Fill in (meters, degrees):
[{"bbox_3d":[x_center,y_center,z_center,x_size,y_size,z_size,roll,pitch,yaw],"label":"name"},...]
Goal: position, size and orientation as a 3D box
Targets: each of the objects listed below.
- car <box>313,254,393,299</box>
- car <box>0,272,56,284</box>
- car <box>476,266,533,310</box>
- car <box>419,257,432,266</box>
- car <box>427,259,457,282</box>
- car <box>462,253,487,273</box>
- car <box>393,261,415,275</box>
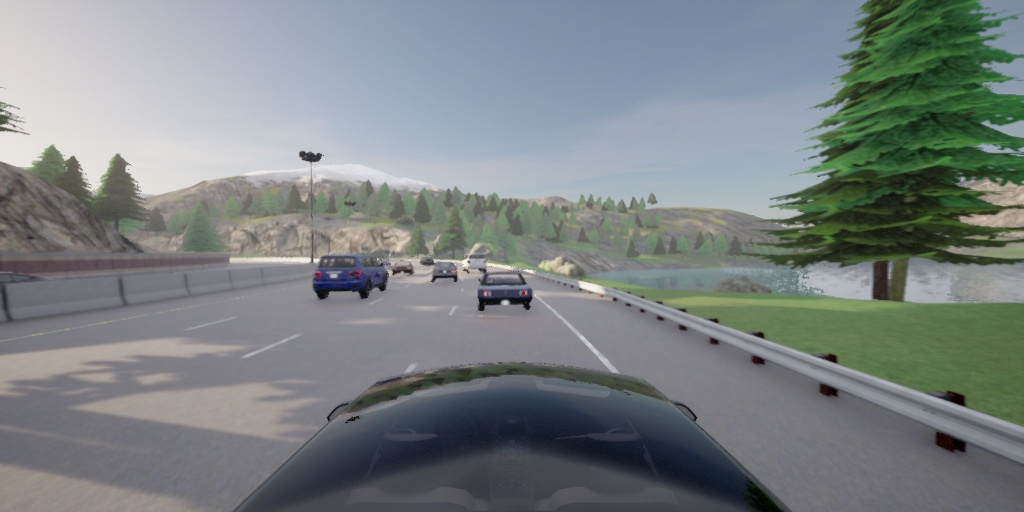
[{"bbox_3d":[-7.807,0.917,17.859,2.150,2.045,5.566,-1,0,-6],"label":"car"},{"bbox_3d":[-21.571,1.381,14.527,1.812,1.442,4.674,-1,0,-5],"label":"car"},{"bbox_3d":[-0.394,1.255,14.166,1.895,1.301,4.718,-1,0,-5],"label":"car"},{"bbox_3d":[-14.148,0.929,59.290,1.837,1.490,4.892,0,0,-22],"label":"car"},{"bbox_3d":[-5.155,1.141,27.377,2.033,1.411,5.357,-1,0,-11],"label":"car"},{"bbox_3d":[-4.062,0.718,38.313,2.150,2.045,5.566,0,1,-13],"label":"car"},{"bbox_3d":[-10.666,1.182,35.461,1.895,1.301,4.718,-1,0,-12],"label":"car"}]
